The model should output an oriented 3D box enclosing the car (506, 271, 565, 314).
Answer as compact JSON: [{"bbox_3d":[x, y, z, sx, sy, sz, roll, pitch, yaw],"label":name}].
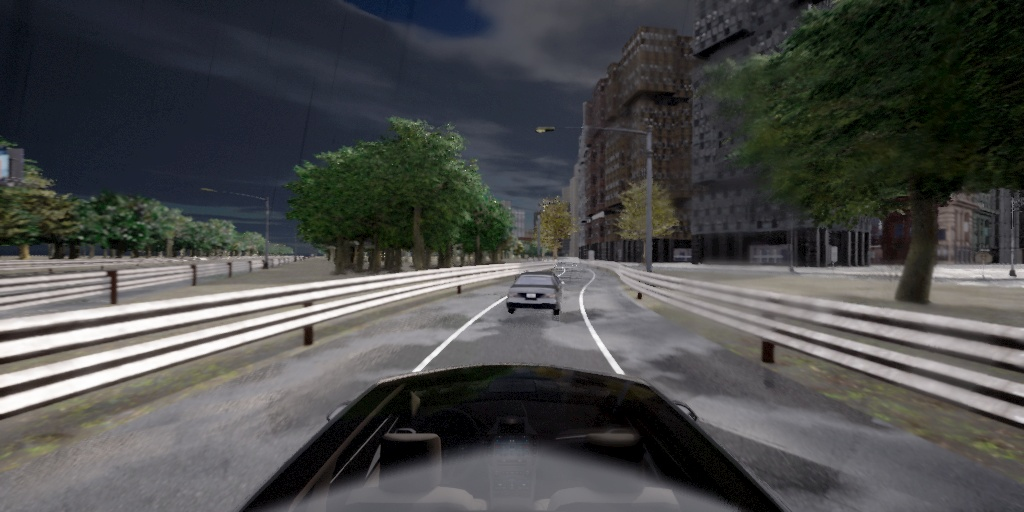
[{"bbox_3d":[1.000,1.303,13.879,2.033,1.411,5.357,0,0,9],"label":"car"}]
